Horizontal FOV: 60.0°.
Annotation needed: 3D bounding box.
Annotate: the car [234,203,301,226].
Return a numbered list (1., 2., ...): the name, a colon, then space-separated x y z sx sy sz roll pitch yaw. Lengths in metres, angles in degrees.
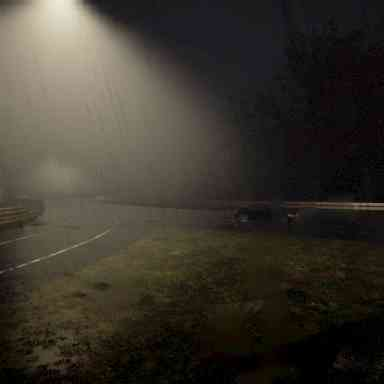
1. car: 5.184 1.514 23.350 4.674 1.442 1.812 0 0 35
